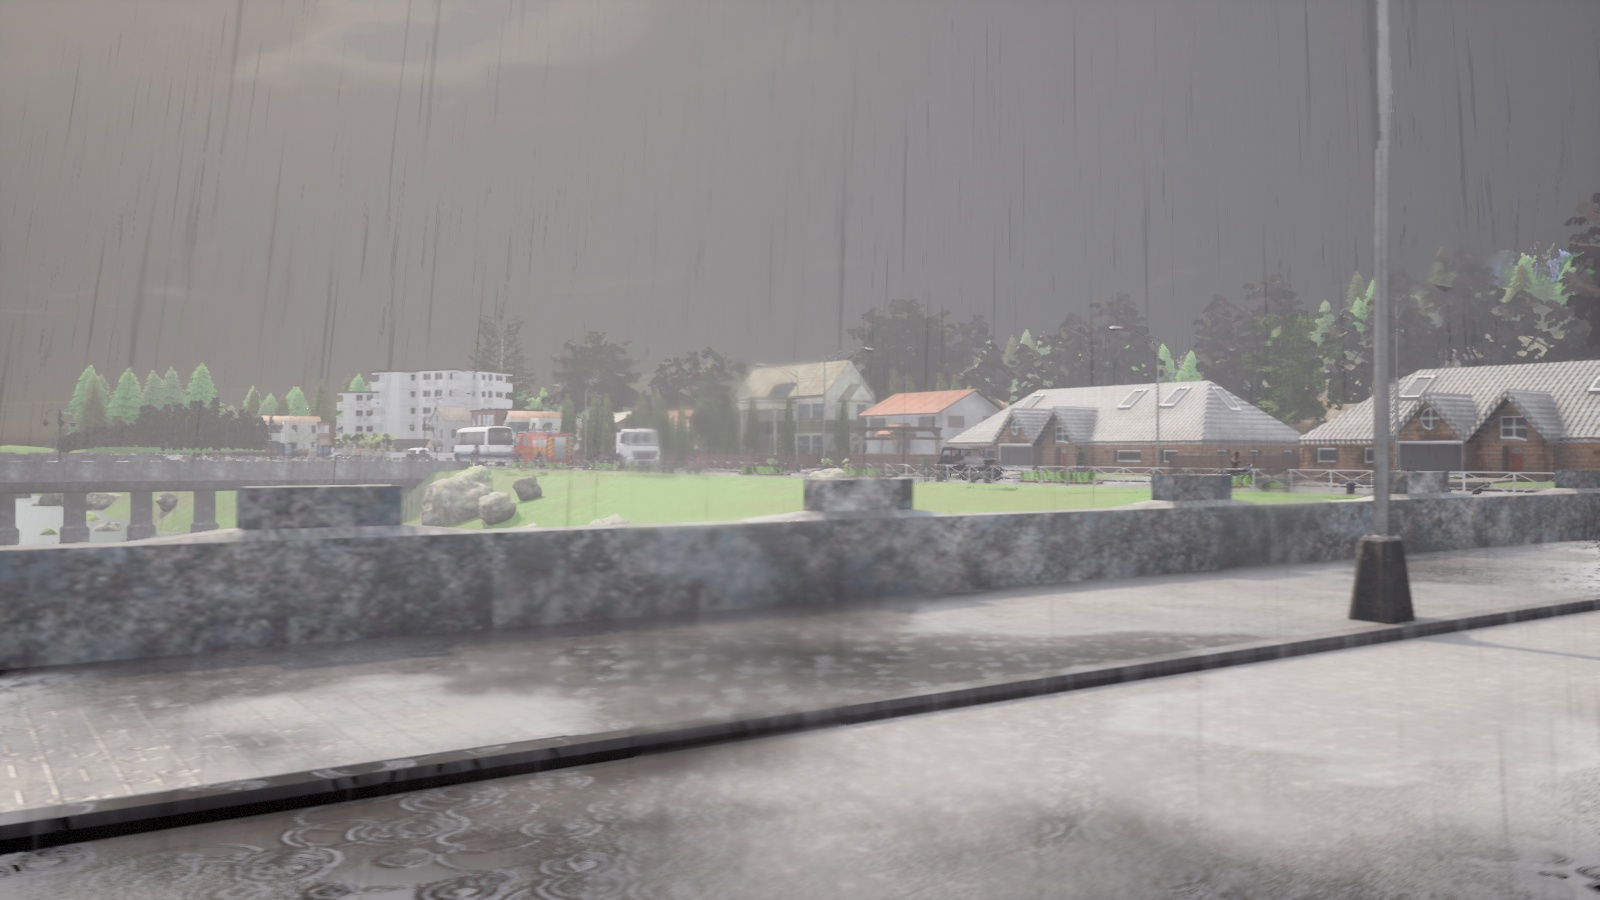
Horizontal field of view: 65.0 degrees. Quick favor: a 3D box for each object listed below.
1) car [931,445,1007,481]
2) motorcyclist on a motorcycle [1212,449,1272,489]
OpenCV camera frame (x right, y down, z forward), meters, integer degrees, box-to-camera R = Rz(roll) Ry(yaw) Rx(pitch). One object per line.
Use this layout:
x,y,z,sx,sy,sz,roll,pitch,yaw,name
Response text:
8.974,0.686,66.917,1.905,1.878,3.866,0,0,-35,car
18.646,0.786,53.022,0.766,1.649,2.350,0,0,-35,motorcyclist on a motorcycle
